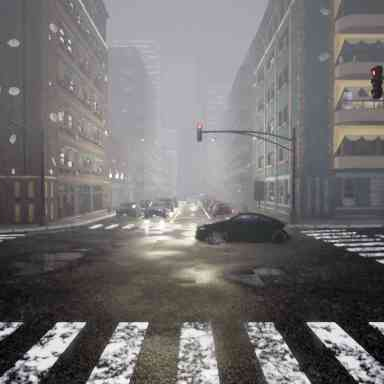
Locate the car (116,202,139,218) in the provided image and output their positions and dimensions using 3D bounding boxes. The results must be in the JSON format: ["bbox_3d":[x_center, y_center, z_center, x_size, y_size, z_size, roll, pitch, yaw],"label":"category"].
[{"bbox_3d":[-5.686,1.573,30.267,1.947,1.339,4.313,0,0,0],"label":"car"}]

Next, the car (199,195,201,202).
[{"bbox_3d":[2.705,1.592,57.870,1.947,1.339,4.313,0,0,0],"label":"car"}]

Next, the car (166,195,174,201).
[{"bbox_3d":[-5.666,1.577,85.333,1.752,1.417,4.829,0,0,0],"label":"car"}]

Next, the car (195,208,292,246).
[{"bbox_3d":[2.218,1.571,14.729,4.181,1.385,1.994,0,0,0],"label":"car"}]

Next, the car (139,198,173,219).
[{"bbox_3d":[-3.090,1.555,29.774,2.033,1.411,5.357,0,0,0],"label":"car"}]

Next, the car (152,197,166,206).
[{"bbox_3d":[-5.676,1.570,57.885,1.887,1.381,4.507,0,0,0],"label":"car"}]

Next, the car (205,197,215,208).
[{"bbox_3d":[2.697,1.576,35.776,1.947,1.339,4.313,0,0,0],"label":"car"}]

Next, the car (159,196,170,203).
[{"bbox_3d":[-5.671,1.617,68.932,1.802,1.307,4.206,0,0,0],"label":"car"}]

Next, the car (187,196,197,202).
[{"bbox_3d":[0.026,1.463,69.745,1.895,1.301,4.718,0,0,0],"label":"car"}]

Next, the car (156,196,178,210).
[{"bbox_3d":[-3.083,1.518,39.892,1.837,1.490,4.892,0,0,0],"label":"car"}]

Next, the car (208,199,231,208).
[{"bbox_3d":[2.696,1.589,30.252,1.802,1.307,4.206,0,0,0],"label":"car"}]

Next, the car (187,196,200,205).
[{"bbox_3d":[0.021,1.553,59.709,1.812,1.442,4.674,0,0,0],"label":"car"}]

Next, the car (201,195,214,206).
[{"bbox_3d":[2.701,1.562,46.822,1.887,1.381,4.507,0,0,0],"label":"car"}]

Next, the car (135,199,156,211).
[{"bbox_3d":[-5.682,1.580,41.314,1.947,1.339,4.313,0,0,0],"label":"car"}]

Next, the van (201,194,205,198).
[{"bbox_3d":[2.702,1.363,52.346,1.690,1.788,3.998,0,0,0],"label":"van"}]

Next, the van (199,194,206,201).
[{"bbox_3d":[2.713,1.393,85.487,1.690,1.788,3.998,-1,0,0],"label":"van"}]
